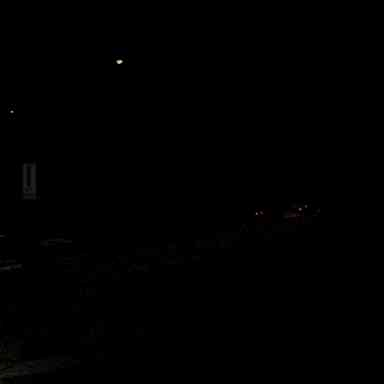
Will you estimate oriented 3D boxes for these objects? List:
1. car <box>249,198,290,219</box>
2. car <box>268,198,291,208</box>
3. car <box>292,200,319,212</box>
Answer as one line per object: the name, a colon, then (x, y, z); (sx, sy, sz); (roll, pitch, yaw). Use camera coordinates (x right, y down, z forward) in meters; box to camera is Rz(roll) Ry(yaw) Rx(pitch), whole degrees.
car: (6.653, 1.499, 28.986); (1.837, 1.490, 4.892); (-1, 0, 35)
car: (13.017, 1.612, 49.162); (1.812, 1.442, 4.674); (-1, -1, 35)
car: (13.095, 1.602, 38.051); (1.895, 1.301, 4.718); (-1, -1, 35)
